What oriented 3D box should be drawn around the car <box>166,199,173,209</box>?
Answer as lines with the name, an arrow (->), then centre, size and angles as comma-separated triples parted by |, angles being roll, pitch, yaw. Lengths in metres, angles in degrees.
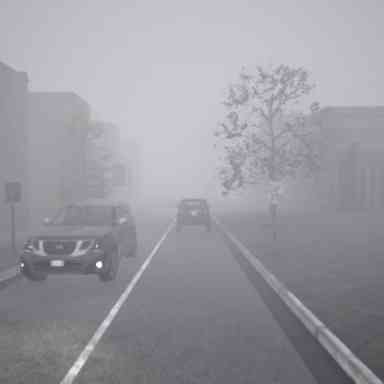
car -> -3.049, 1.834, 53.706 | 1.882, 1.535, 5.008 | 0, 1, 0

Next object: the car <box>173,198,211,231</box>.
car -> 0.106, 1.416, 22.329 | 2.150, 2.045, 5.566 | 0, 0, 0

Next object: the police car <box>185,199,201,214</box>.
police car -> 0.107, 1.786, 41.710 | 1.930, 1.638, 5.238 | 0, -1, 0

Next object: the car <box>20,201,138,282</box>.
car -> -3.101, 1.313, 10.427 | 2.150, 2.045, 5.566 | 0, -1, 0
